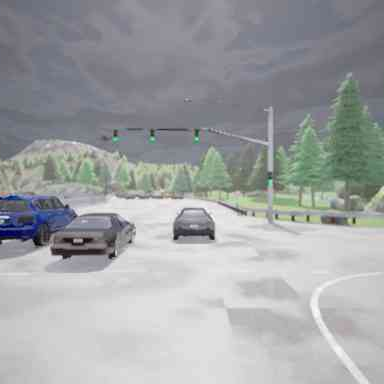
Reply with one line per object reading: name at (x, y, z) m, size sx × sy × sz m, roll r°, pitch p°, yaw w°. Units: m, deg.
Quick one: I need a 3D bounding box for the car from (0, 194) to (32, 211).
car at (-21.017, 1.165, 39.246) m, size 2.097 × 1.767 × 4.553 m, roll 0°, pitch 0°, yaw 0°

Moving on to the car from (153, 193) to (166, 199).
car at (-8.668, 1.183, 83.141) m, size 1.895 × 1.301 × 4.718 m, roll 0°, pitch 0°, yaw -22°

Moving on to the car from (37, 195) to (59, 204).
car at (-24.599, 1.292, 57.013) m, size 1.994 × 1.385 × 4.181 m, roll 0°, pitch 0°, yaw -3°

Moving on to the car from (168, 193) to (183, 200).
car at (-3.469, 1.169, 78.322) m, size 1.994 × 1.385 × 4.181 m, roll 0°, pitch 0°, yaw -18°

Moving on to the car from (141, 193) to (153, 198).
car at (-12.612, 0.934, 92.497) m, size 1.994 × 1.385 × 4.181 m, roll 0°, pitch 0°, yaw -30°

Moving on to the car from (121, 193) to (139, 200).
car at (-14.945, 1.133, 79.958) m, size 2.128 × 1.511 × 4.902 m, roll 0°, pitch 0°, yaw -22°

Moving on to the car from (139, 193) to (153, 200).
car at (-11.767, 1.125, 81.457) m, size 1.812 × 1.442 × 4.674 m, roll 0°, pitch 0°, yaw -22°

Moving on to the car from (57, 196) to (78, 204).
car at (-21.081, 1.330, 56.436) m, size 1.895 × 1.301 × 4.718 m, roll 0°, pitch 0°, yaw 0°

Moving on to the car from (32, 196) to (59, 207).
car at (-21.021, 1.335, 47.807) m, size 1.994 × 1.385 × 4.181 m, roll 0°, pitch 0°, yaw 0°

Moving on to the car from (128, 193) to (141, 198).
car at (-15.759, 0.931, 90.966) m, size 2.033 × 1.411 × 5.357 m, roll 0°, pitch 0°, yaw -30°

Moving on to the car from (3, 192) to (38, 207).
car at (-24.521, 0.994, 47.860) m, size 2.150 × 2.045 × 5.566 m, roll 0°, pitch 0°, yaw 0°

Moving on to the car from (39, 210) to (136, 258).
car at (-3.404, 1.487, 12.435) m, size 2.033 × 1.411 × 5.357 m, roll 0°, pitch 0°, yaw 0°

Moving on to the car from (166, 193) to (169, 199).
car at (-6.668, 1.050, 87.857) m, size 1.882 × 1.535 × 5.008 m, roll 0°, pitch 0°, yaw -26°

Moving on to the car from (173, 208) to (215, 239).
car at (0.093, 1.479, 16.821) m, size 1.994 × 1.385 × 4.181 m, roll 0°, pitch 0°, yaw 0°

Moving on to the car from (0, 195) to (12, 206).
car at (-28.021, 1.279, 47.763) m, size 1.837 × 1.490 × 4.892 m, roll 0°, pitch 0°, yaw 0°

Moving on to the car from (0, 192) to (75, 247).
car at (-6.905, 1.151, 14.693) m, size 2.150 × 2.045 × 5.566 m, roll 0°, pitch 0°, yaw 0°

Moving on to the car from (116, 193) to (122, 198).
car at (-18.907, 0.926, 89.436) m, size 2.128 × 1.511 × 4.902 m, roll 0°, pitch 0°, yaw -30°
